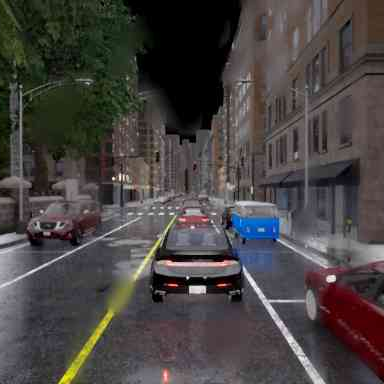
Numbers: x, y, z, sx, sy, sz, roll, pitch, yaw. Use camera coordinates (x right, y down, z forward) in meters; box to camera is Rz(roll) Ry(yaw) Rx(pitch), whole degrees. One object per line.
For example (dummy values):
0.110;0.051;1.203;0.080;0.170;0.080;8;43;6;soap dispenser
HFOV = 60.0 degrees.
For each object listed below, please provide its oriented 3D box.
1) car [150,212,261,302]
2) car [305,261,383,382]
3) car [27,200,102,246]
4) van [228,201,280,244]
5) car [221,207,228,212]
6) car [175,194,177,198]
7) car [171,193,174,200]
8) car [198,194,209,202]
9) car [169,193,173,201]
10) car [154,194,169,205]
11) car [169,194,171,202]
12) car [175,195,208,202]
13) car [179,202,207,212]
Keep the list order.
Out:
0.100;1.489;8.232;2.128;1.511;4.902;0;0;0;car
2.855;1.544;4.222;1.887;1.381;4.507;0;0;0;car
-5.670;1.309;15.502;2.192;1.841;5.009;0;0;0;car
2.854;1.335;15.543;1.690;1.788;3.998;0;0;0;van
2.855;1.556;21.203;1.947;1.339;4.313;0;0;0;car
-5.675;1.490;86.445;2.008;1.369;4.403;0;0;0;car
-5.675;1.486;75.544;1.887;1.381;4.507;0;0;0;car
2.850;1.381;75.580;1.967;1.590;4.097;0;0;0;car
-5.674;1.488;70.093;1.887;1.381;4.507;0;0;0;car
-5.673;1.475;59.021;1.752;1.417;4.829;0;0;0;car
-5.674;1.497;64.642;2.008;1.369;4.403;0;0;0;car
0.046;1.336;27.452;2.097;1.767;4.553;0;0;2;car
0.102;1.518;18.494;1.812;1.442;4.674;0;0;0;car
